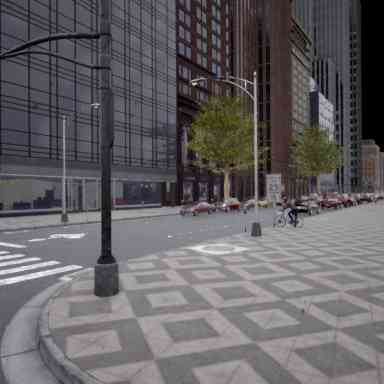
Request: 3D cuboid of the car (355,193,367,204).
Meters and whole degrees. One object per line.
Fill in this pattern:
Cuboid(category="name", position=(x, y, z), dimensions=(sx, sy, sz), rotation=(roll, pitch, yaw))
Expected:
Cuboid(category="car", position=(26.746, 1.117, 54.694), dimensions=(2.192, 1.841, 5.009), rotation=(0, 0, 35))

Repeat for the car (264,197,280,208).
Cuboid(category="car", position=(10.039, 1.426, 45.459), dimensions=(1.752, 1.417, 4.829), rotation=(0, 0, 35))

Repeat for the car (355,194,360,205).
Cuboid(category="car", position=(23.549, 1.377, 50.049), dimensions=(1.947, 1.339, 4.313), rotation=(0, 0, 35))

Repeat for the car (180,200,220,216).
Cuboid(category="car", position=(0.542, 1.524, 31.665), dimensions=(1.802, 1.307, 4.206), rotation=(0, 0, 35))

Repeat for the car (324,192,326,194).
Cuboid(category="car", position=(22.274, 1.051, 52.731), dimensions=(2.150, 2.045, 5.566), rotation=(-1, 0, 35))

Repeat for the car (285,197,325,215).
Cuboid(category="car", position=(10.759, 1.424, 31.471), dimensions=(1.947, 1.339, 4.313), rotation=(0, 0, 35))

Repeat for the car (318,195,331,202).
Cuboid(category="car", position=(29.325, 1.426, 73.469), dimensions=(1.802, 1.307, 4.206), rotation=(0, 0, 35))

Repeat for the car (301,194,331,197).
Cuboid(category="car", position=(16.585, 1.339, 44.467), dimensions=(2.128, 1.511, 4.902), rotation=(-1, 0, 35))

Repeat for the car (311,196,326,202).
Cuboid(category="car", position=(26.128, 1.417, 68.825), dimensions=(1.947, 1.339, 4.313), rotation=(0, 0, 35))

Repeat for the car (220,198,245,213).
Cuboid(category="car", position=(3.739, 1.366, 36.310), dimensions=(1.967, 1.590, 4.097), rotation=(0, 0, 35))

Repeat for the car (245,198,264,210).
Cuboid(category="car", position=(6.938, 1.494, 40.955), dimensions=(1.802, 1.307, 4.206), rotation=(0, 0, 35))

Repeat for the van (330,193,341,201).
Cuboid(category="van", position=(35.719, 1.184, 82.761), dimensions=(1.690, 1.788, 3.998), rotation=(-1, 0, 35))

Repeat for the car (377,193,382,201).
Cuboid(category="car", position=(42.736, 1.357, 77.914), dimensions=(1.802, 1.307, 4.206), rotation=(-1, 0, 35))

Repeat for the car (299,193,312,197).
Cuboid(category="car", position=(19.730, 1.415, 59.535), dimensions=(1.887, 1.381, 4.507), rotation=(0, 0, 35))

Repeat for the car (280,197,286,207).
Cuboid(category="car", position=(13.334, 1.455, 50.245), dimensions=(1.947, 1.339, 4.313), rotation=(0, 0, 35))

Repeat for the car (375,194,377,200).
Cuboid(category="car", position=(36.437, 1.301, 68.766), dimensions=(1.752, 1.417, 4.829), rotation=(-1, 0, 35))

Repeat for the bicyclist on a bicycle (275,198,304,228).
Cuboid(category="bicyclist on a bicycle", position=(5.325, 1.177, 18.357), dimensions=(1.656, 1.620, 0.582), rotation=(-1, 0, 35))

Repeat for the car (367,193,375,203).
Cuboid(category="car", position=(33.142, 1.098, 63.983), dimensions=(2.192, 1.841, 5.009), rotation=(0, 0, 35))

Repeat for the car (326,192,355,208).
Cuboid(category="car", position=(20.351, 1.136, 45.406), dimensions=(2.192, 1.841, 5.009), rotation=(0, 0, 35))

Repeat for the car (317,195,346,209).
Cuboid(category="car", position=(17.154, 1.376, 40.760), dimensions=(1.887, 1.381, 4.507), rotation=(0, 0, 35))
